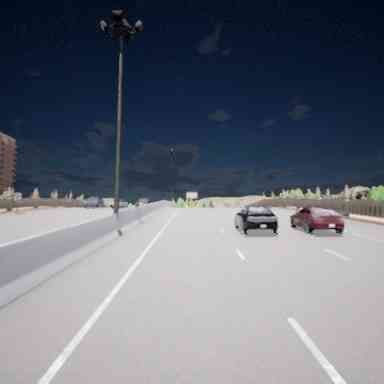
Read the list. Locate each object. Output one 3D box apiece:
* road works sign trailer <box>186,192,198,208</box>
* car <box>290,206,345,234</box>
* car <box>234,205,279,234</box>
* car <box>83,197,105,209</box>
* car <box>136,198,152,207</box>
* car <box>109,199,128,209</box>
[{"bbox_3d":[-0.028,1.722,66.675,2.380,3.560,2.880,0,-6,0],"label":"road works sign trailer"},{"bbox_3d":[7.090,1.540,19.159,1.812,1.442,4.674,0,0,0],"label":"car"},{"bbox_3d":[3.590,1.506,19.128,2.128,1.511,4.902,0,0,0],"label":"car"},{"bbox_3d":[-14.090,1.451,47.961,2.097,1.767,4.553,0,-1,0],"label":"car"},{"bbox_3d":[-7.080,1.622,49.145,2.128,1.511,4.902,0,-2,0],"label":"car"},{"bbox_3d":[-10.585,1.705,48.181,1.895,1.301,4.718,0,-1,0],"label":"car"}]
